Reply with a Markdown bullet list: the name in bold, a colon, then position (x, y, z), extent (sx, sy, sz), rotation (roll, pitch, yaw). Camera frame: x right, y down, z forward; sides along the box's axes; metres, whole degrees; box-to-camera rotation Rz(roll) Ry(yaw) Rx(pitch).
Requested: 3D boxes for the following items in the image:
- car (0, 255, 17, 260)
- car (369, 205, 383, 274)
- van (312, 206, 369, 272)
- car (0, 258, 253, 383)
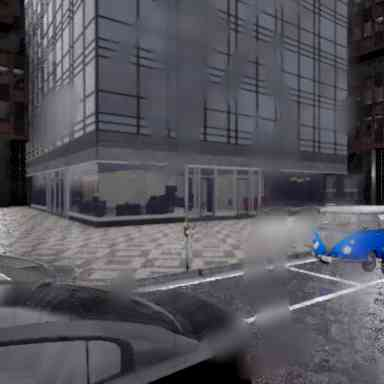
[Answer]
- **car**: position (-3.648, 1.522, 4.102), extent (4.403, 1.369, 2.008), rotation (0, 0, -35)
- **car**: position (6.945, 1.214, 8.163), extent (5.566, 2.045, 2.150), rotation (0, 0, -34)
- **van**: position (5.448, 1.321, 10.377), extent (3.998, 1.788, 1.690), rotation (0, 0, -35)
- **car**: position (-1.835, 1.462, 2.109), extent (5.008, 1.535, 1.882), rotation (0, 0, -34)
